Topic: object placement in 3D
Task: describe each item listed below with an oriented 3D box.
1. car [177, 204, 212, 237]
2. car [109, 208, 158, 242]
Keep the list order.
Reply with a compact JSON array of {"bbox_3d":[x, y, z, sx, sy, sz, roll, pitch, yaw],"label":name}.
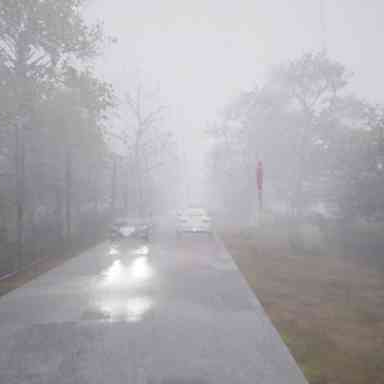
[{"bbox_3d":[0.133,1.636,18.670,1.812,1.442,4.674,0,-1,0],"label":"car"},{"bbox_3d":[-2.815,1.584,16.886,2.128,1.511,4.902,0,-1,0],"label":"car"}]
